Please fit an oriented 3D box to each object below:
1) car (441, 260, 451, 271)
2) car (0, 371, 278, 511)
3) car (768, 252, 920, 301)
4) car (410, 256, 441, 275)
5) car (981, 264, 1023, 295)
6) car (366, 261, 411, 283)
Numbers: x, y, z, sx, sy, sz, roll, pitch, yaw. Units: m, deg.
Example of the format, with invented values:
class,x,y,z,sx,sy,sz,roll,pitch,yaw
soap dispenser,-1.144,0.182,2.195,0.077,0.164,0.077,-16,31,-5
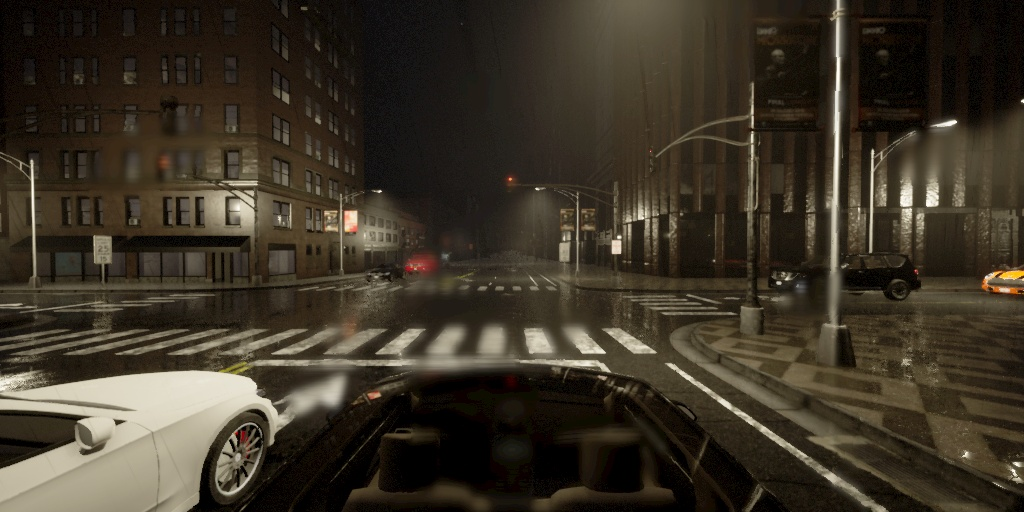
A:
class,x,y,z,sx,sy,sz,roll,pitch,yaw
car,-9.675,1.297,49.722,2.033,1.411,5.357,0,0,0
car,-3.159,1.276,1.416,1.812,1.442,4.674,0,0,2
car,14.873,0.866,16.234,5.566,2.045,2.150,0,1,1
car,-9.716,0.973,39.246,2.150,2.045,5.566,0,0,0
car,24.542,0.959,16.241,4.553,1.767,2.097,0,1,0
car,-9.759,1.275,28.168,1.812,1.442,4.674,0,0,0
